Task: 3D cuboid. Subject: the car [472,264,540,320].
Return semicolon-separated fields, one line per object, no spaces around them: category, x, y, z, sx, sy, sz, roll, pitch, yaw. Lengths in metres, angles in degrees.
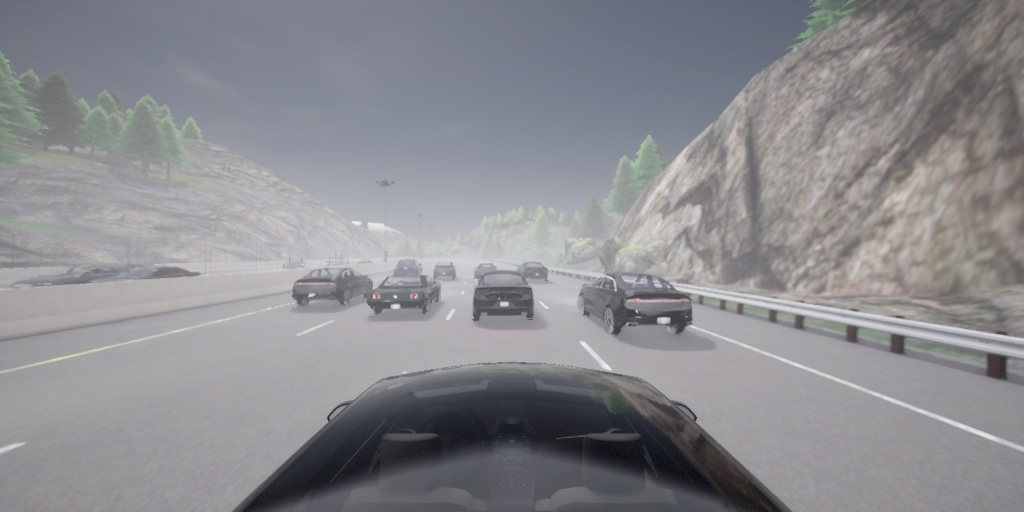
car;-0.355;1.216;12.689;1.882;1.535;5.008;0;0;-3

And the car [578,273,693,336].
car;3.268;1.225;10.419;2.128;1.511;4.902;0;0;-3

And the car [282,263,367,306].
car;-7.592;1.241;15.660;2.128;1.511;4.902;0;0;-5

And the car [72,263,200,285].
car;-18.543;1.247;18.350;1.882;1.535;5.008;0;0;-6

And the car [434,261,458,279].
car;-5.858;1.220;31.684;2.128;1.511;4.902;0;0;-7

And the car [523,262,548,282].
car;1.559;1.194;28.815;1.882;1.535;5.008;0;0;-7

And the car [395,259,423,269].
car;-9.659;1.086;33.776;2.097;1.767;4.553;0;0;-7

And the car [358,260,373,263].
car;-23.493;1.299;57.324;1.994;1.385;4.181;0;0;-7

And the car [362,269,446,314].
car;-3.914;1.345;13.851;1.895;1.301;4.718;0;0;-4

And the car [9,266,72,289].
car;-22.055;1.268;18.320;2.128;1.511;4.902;0;0;-6

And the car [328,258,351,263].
car;-26.994;1.344;57.208;1.895;1.301;4.718;0;0;-7
